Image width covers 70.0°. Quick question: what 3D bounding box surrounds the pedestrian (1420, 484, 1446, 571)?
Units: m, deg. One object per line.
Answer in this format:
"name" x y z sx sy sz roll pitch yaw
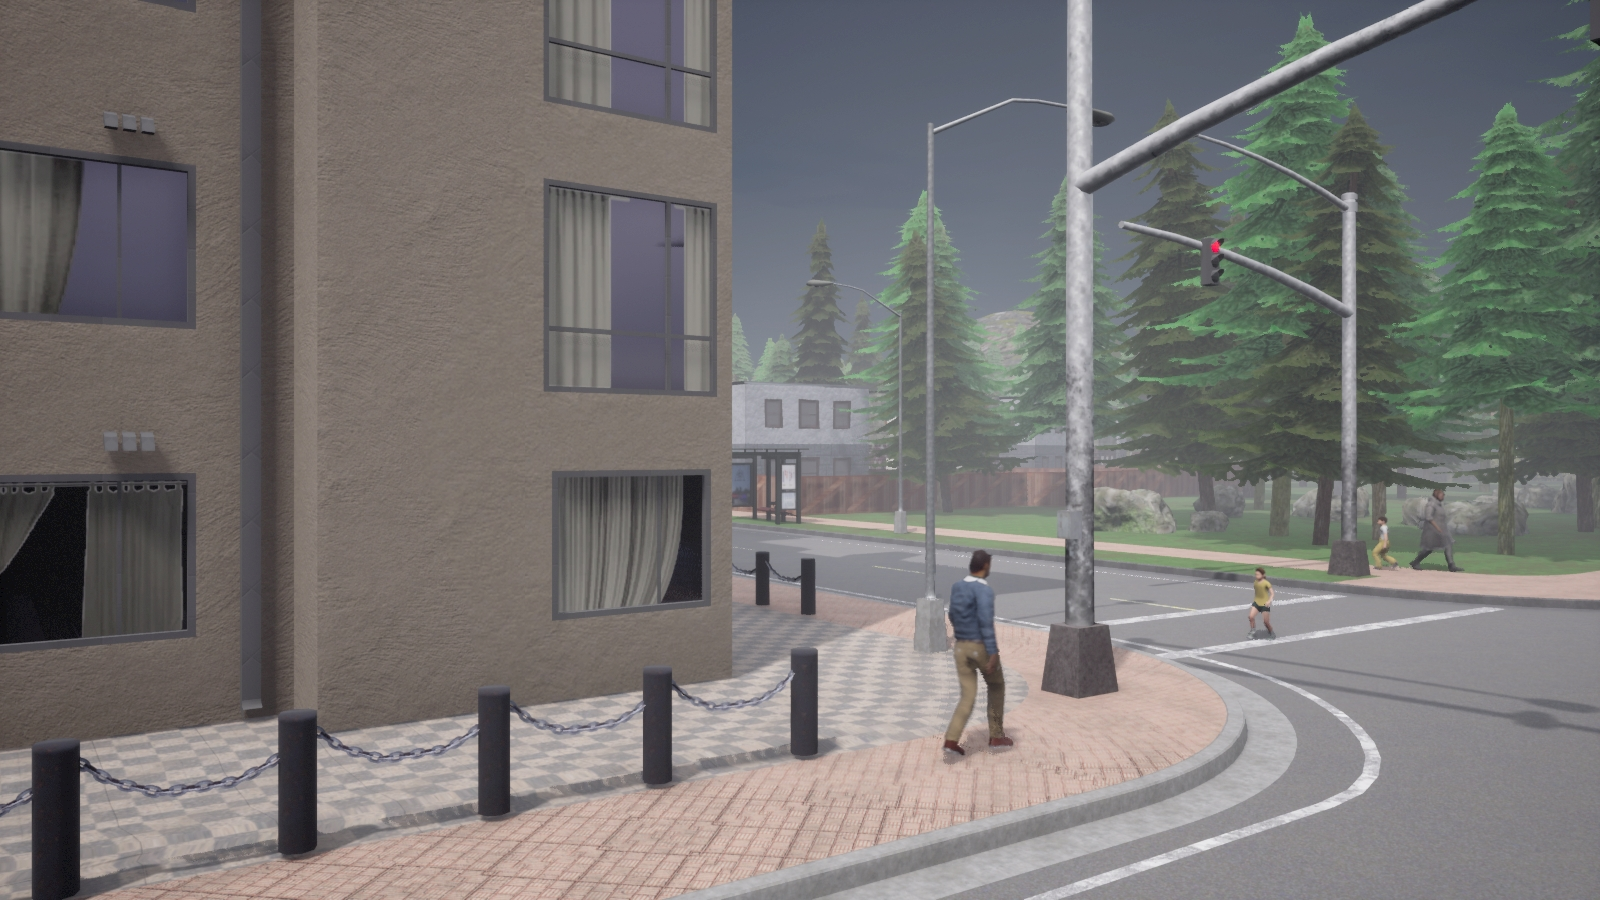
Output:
"pedestrian" 13.760 1.676 24.819 0.375 1.860 0.375 0 0 -38

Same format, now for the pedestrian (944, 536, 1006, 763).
"pedestrian" 1.505 1.694 9.854 0.375 1.860 0.375 0 0 -39

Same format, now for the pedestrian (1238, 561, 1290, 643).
"pedestrian" 6.786 2.209 16.709 0.500 1.100 0.500 0 0 -33

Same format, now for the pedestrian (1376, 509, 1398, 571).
"pedestrian" 12.809 1.956 24.928 0.375 1.300 0.375 0 0 36
